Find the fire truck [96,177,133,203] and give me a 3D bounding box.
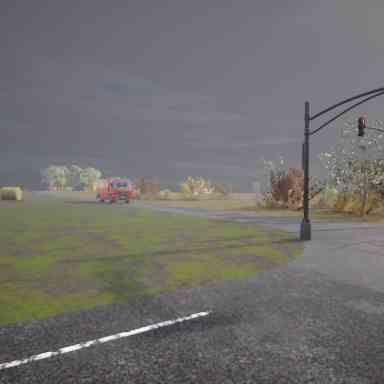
[{"bbox_3d":[-11.813,-0.340,50.002,2.891,3.827,8.468,2,0,-32],"label":"fire truck"}]
